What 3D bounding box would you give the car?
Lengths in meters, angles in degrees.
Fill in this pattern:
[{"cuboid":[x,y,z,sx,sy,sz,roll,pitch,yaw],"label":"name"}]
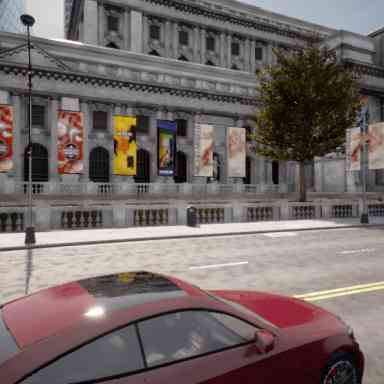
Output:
[{"cuboid":[-0.361,1.526,3.123,4.674,1.442,1.812,0,0,-33],"label":"car"}]
